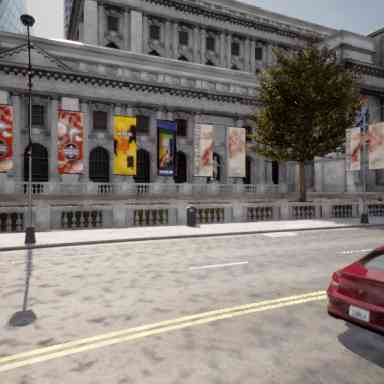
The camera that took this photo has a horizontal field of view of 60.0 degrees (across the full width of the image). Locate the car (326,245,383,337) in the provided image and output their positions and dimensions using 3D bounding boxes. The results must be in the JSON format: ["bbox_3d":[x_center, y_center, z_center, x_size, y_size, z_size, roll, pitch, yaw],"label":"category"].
[{"bbox_3d":[4.352,1.526,5.691,4.674,1.442,1.812,0,0,-28],"label":"car"}]
